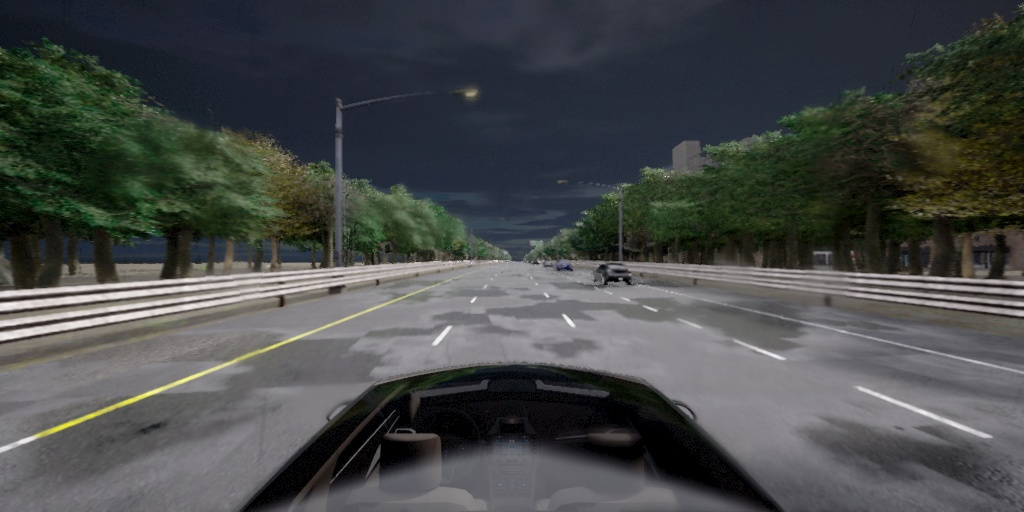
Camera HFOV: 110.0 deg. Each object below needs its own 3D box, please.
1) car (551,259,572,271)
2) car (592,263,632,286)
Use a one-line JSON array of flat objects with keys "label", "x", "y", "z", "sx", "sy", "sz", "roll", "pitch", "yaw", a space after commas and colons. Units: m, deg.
[{"label": "car", "x": 7.099, "y": 1.233, "z": 50.487, "sx": 2.097, "sy": 1.767, "sz": 4.553, "roll": 0, "pitch": 0, "yaw": 0}, {"label": "car", "x": 7.018, "y": 1.260, "z": 25.556, "sx": 1.837, "sy": 1.490, "sz": 4.892, "roll": 0, "pitch": 0, "yaw": 0}]
